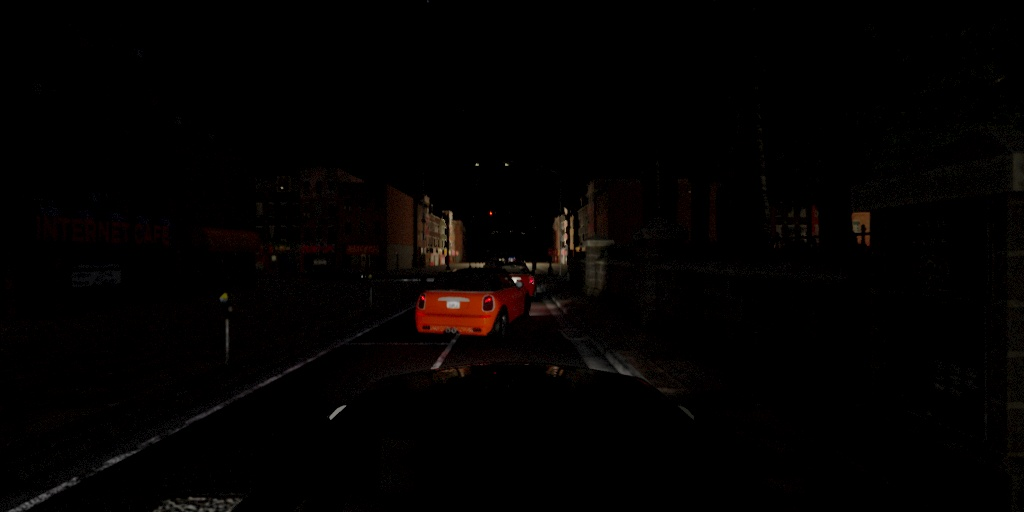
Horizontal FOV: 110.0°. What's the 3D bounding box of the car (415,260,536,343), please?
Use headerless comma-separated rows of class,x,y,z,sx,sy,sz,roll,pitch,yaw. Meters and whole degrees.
car,-0.823,1.101,10.003,2.097,1.767,4.553,0,0,13

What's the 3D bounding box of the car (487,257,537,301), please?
car,0.061,1.101,17.372,2.097,1.767,4.553,0,0,1

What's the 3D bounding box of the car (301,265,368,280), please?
car,-14.362,1.370,29.195,4.718,1.301,1.895,0,0,3
